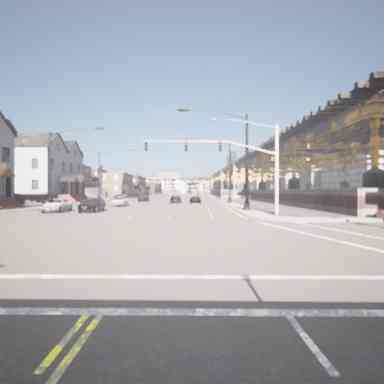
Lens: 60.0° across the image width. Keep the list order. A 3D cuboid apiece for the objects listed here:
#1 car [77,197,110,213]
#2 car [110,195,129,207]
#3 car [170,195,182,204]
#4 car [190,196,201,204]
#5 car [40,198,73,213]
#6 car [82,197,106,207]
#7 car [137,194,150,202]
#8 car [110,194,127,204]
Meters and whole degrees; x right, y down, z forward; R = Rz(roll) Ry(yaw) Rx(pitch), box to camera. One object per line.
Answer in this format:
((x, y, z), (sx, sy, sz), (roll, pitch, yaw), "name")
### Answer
((-10.517, 1.364, 35.098), (1.837, 1.490, 4.892), (0, 0, 1), "car")
((-10.258, 1.339, 47.005), (1.812, 1.442, 4.674), (0, 1, 1), "car")
((-2.908, 1.254, 59.561), (2.128, 1.511, 4.902), (0, 0, 1), "car")
((0.592, 1.327, 59.488), (1.994, 1.385, 4.181), (0, 0, 1), "car")
((-14.024, 1.387, 34.798), (1.812, 1.442, 4.674), (0, 0, 1), "car")
((-13.760, 1.375, 46.915), (1.994, 1.385, 4.181), (0, 0, 1), "car")
((-9.752, 1.210, 67.158), (1.882, 1.535, 5.008), (0, 0, 1), "car")
((-13.431, 1.258, 61.109), (1.837, 1.490, 4.892), (0, 1, 2), "car")
